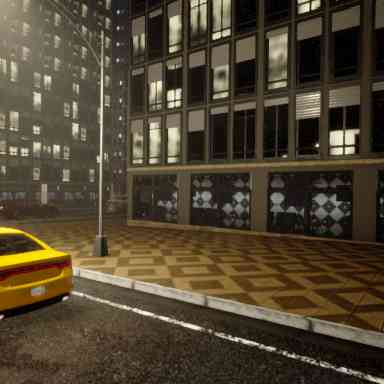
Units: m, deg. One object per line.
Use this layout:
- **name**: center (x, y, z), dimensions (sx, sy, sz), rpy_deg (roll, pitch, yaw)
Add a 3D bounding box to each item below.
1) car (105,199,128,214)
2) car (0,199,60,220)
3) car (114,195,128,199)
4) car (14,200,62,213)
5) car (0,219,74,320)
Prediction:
- **car**: center (-7.629, 1.830, 38.839), dimensions (1.752, 1.417, 4.829), rpy_deg (1, 0, 36)
- **car**: center (-14.399, 1.519, 29.607), dimensions (2.192, 1.841, 5.009), rpy_deg (1, 0, 36)
- **car**: center (-9.364, 1.475, 46.237), dimensions (2.150, 2.045, 5.566), rpy_deg (1, 0, 36)
- **car**: center (-17.924, 1.643, 38.972), dimensions (1.752, 1.417, 4.829), rpy_deg (1, 0, 36)
- **car**: center (-4.551, 1.474, 6.898), dimensions (5.008, 1.535, 1.882), rpy_deg (0, 0, 35)
